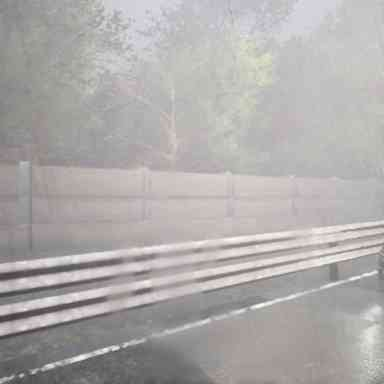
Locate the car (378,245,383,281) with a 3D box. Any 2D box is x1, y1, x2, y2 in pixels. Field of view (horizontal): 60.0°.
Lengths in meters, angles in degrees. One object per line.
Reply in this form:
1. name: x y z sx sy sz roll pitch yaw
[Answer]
1. car: 6.590 1.418 8.324 5.008 1.535 1.882 0 0 -35
